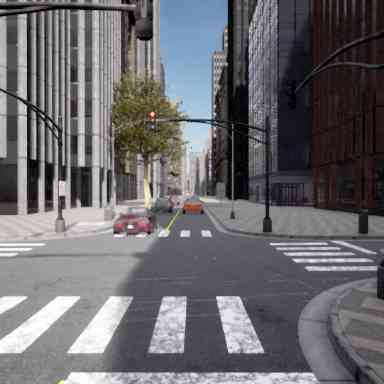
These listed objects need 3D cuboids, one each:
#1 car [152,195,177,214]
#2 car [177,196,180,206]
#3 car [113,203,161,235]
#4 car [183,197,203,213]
[{"bbox_3d":[-3.084,1.352,35.401,2.097,1.767,4.553,0,0,0],"label":"car"},{"bbox_3d":[-3.038,1.351,53.696,2.097,1.767,4.553,0,0,0],"label":"car"},{"bbox_3d":[-3.094,1.564,18.718,1.994,1.385,4.181,0,0,0],"label":"car"},{"bbox_3d":[0.114,1.353,36.594,2.097,1.767,4.553,0,0,0],"label":"car"}]
